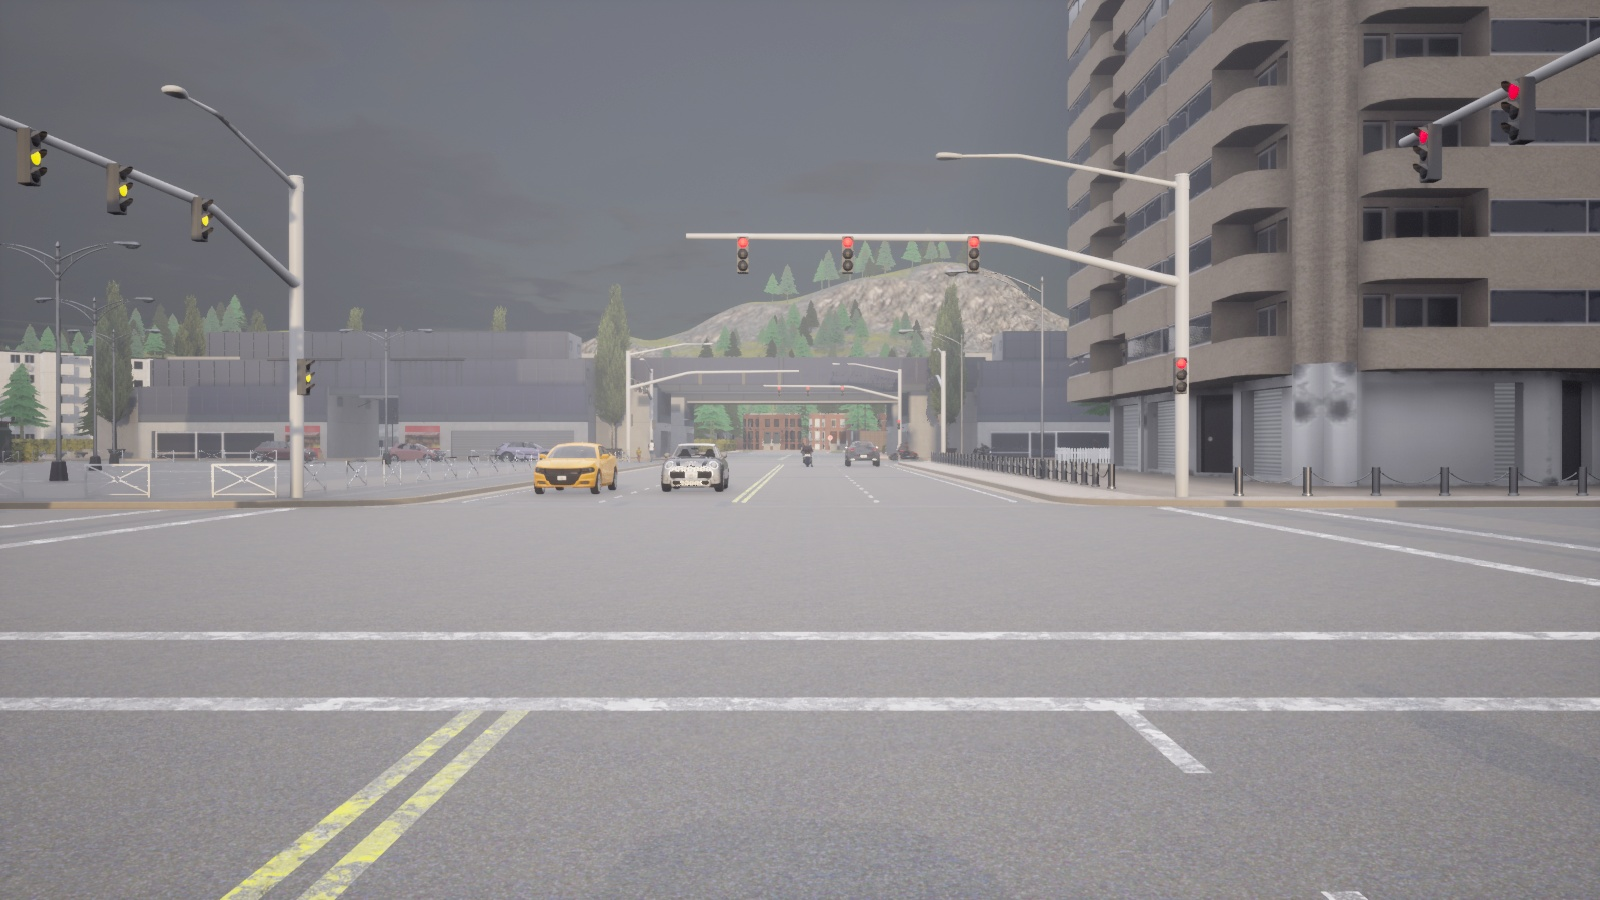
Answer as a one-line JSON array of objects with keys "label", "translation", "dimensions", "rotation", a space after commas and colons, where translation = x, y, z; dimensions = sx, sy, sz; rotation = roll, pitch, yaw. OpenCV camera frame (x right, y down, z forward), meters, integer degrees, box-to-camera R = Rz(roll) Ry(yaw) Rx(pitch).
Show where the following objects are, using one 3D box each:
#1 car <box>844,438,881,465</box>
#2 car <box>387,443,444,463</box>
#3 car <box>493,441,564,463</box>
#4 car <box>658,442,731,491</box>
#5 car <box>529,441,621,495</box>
[{"label": "car", "translation": [3.982, 0.073, 80.615], "dimensions": [2.152, 1.651, 5.027], "rotation": [0, 0, 0]}, {"label": "car", "translation": [-28.654, 0.209, 93.600], "dimensions": [3.633, 1.501, 1.845], "rotation": [0, 0, 2]}, {"label": "car", "translation": [-20.163, 0.133, 93.345], "dimensions": [4.856, 1.649, 2.033], "rotation": [0, 0, 1]}, {"label": "car", "translation": [-3.257, 0.486, 39.460], "dimensions": [1.970, 1.475, 3.806], "rotation": [0, 0, 0]}, {"label": "car", "translation": [-6.764, 0.503, 38.227], "dimensions": [1.882, 1.535, 5.008], "rotation": [0, 0, 0]}]
